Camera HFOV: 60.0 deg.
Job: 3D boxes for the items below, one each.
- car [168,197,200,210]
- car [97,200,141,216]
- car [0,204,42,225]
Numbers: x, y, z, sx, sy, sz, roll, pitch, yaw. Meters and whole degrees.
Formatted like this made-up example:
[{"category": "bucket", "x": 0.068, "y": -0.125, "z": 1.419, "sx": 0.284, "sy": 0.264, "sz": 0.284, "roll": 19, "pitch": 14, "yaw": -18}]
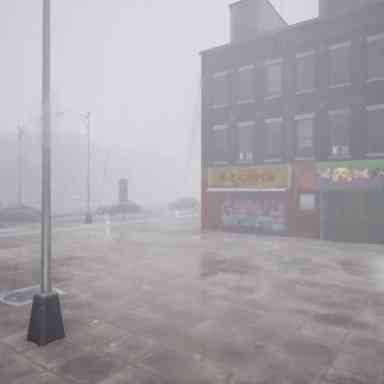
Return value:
[{"category": "car", "x": -0.924, "y": 1.382, "z": 40.217, "sx": 1.837, "sy": 1.490, "sz": 4.892, "roll": 0, "pitch": 0, "yaw": 36}, {"category": "car", "x": -6.881, "y": 1.439, "z": 31.801, "sx": 1.812, "sy": 1.442, "sz": 4.674, "roll": 0, "pitch": 0, "yaw": 35}, {"category": "car", "x": -12.753, "y": 1.515, "z": 23.489, "sx": 1.994, "sy": 1.385, "sz": 4.181, "roll": 0, "pitch": 0, "yaw": 36}]
